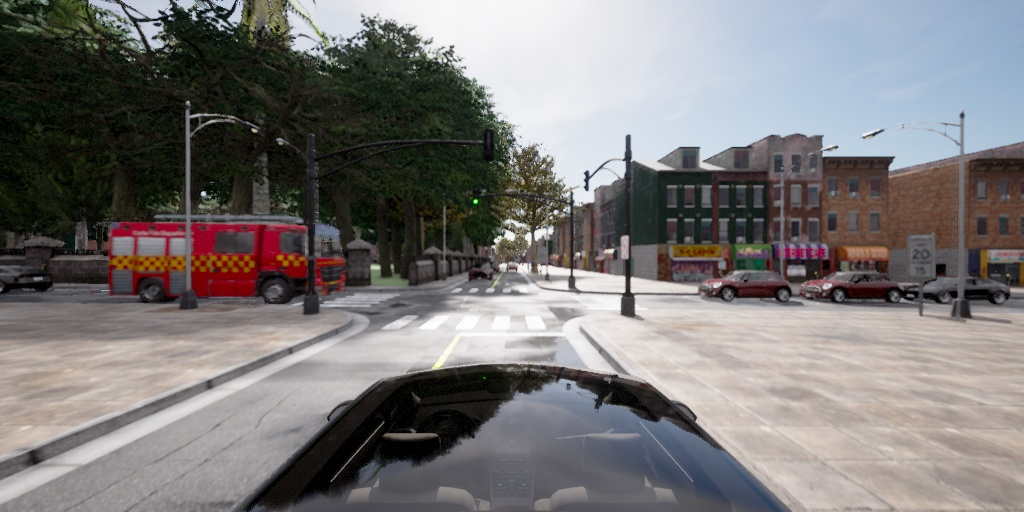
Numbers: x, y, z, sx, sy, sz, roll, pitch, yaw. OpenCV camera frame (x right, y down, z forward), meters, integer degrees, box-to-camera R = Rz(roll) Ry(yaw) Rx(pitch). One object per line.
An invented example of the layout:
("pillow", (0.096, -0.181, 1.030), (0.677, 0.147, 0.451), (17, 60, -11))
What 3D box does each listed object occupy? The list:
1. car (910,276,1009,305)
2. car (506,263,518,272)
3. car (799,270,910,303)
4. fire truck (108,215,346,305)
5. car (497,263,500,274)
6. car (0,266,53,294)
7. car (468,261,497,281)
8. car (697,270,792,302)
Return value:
("car", (22.695, 1.707, 18.468), (4.313, 1.339, 1.948), (0, 0, 0))
("car", (0.006, 1.898, 59.532), (1.895, 1.301, 4.718), (0, -1, 0))
("car", (17.261, 1.519, 18.470), (4.097, 1.591, 1.967), (0, 0, 0))
("fire truck", (-12.110, 0.117, 15.818), (8.468, 3.827, 2.891), (1, 0, 0))
("car", (-2.818, 1.553, 50.698), (2.097, 1.767, 4.553), (0, 0, 0))
("car", (-26.490, 1.183, 18.480), (4.313, 1.339, 1.948), (0, 0, 0))
("car", (-2.841, 1.383, 33.530), (2.097, 1.767, 4.553), (0, -1, 0))
("car", (11.827, 1.458, 18.471), (4.097, 1.591, 1.967), (0, 0, 0))
